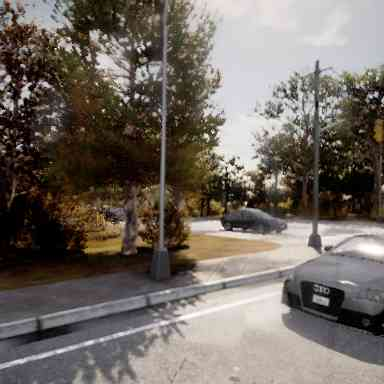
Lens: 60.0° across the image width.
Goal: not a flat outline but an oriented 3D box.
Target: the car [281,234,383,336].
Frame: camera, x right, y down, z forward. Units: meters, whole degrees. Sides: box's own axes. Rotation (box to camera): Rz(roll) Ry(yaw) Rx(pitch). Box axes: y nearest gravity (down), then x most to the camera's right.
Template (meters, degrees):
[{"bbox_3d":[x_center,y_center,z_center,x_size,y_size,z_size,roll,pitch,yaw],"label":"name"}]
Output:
[{"bbox_3d":[3.690,1.562,6.501,4.181,1.385,1.994,0,0,-35],"label":"car"}]

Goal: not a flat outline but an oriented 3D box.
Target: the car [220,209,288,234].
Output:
[{"bbox_3d":[3.974,1.889,21.916,1.837,1.490,4.892,2,-2,-39],"label":"car"}]
